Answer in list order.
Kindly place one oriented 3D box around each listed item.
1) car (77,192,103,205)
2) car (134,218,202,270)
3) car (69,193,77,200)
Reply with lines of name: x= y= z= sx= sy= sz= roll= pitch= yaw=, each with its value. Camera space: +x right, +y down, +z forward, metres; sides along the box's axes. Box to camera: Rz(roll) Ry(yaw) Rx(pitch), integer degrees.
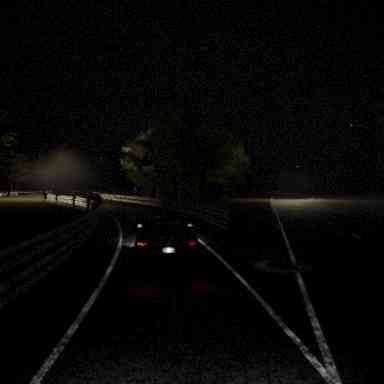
car: x=-14.204 y=0.899 z=46.995 sx=2.097 sy=1.767 sz=4.553 roll=0 pitch=1 yaw=-33
car: x=-0.878 y=1.544 z=11.036 sx=1.994 sy=1.385 sz=4.181 roll=0 pitch=0 yaw=-7
car: x=-19.511 y=0.845 z=55.795 sx=2.128 sy=1.511 sz=4.902 roll=0 pitch=1 yaw=-26
